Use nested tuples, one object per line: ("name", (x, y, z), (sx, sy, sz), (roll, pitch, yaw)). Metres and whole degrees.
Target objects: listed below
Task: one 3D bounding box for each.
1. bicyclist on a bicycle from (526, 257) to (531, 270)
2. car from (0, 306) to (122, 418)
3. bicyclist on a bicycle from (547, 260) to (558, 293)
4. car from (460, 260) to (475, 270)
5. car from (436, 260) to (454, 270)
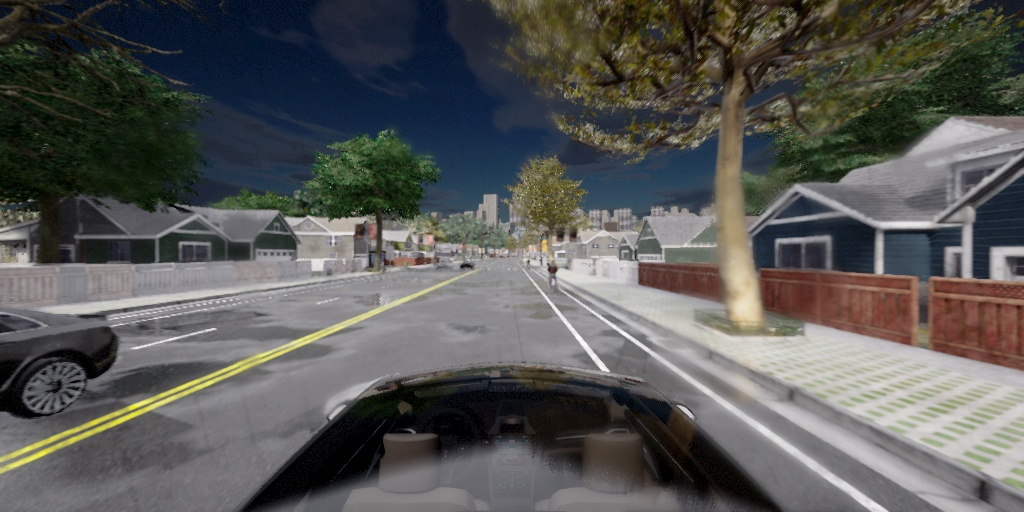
("bicyclist on a bicycle", (2.221, 1.073, 47.746), (0.659, 1.776, 1.843), (0, 0, 0))
("car", (-6.600, 1.241, 3.092), (2.128, 1.511, 4.902), (0, 0, 0))
("bicyclist on a bicycle", (2.220, 1.103, 19.742), (0.659, 1.776, 1.843), (0, 0, 0))
("car", (-6.505, 1.304, 52.561), (1.895, 1.301, 4.718), (0, 0, 0))
("car", (-9.755, 1.304, 52.561), (1.895, 1.301, 4.718), (0, 0, 0))
